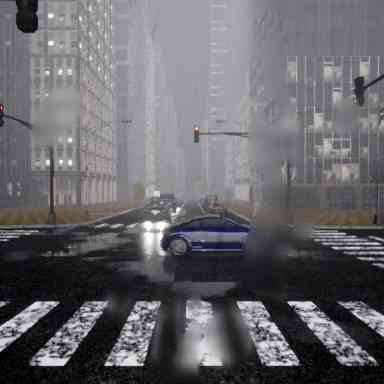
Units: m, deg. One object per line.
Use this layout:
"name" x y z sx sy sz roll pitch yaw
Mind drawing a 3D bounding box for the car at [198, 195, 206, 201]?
"car" 2.402 1.535 81.844 1.802 1.307 4.206 -1 0 0

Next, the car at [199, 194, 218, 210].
"car" 2.459 1.297 43.172 2.192 1.841 5.009 -1 0 0

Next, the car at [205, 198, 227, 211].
"car" 2.462 1.569 32.123 1.802 1.307 4.206 -1 0 0

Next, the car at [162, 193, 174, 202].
"car" -5.471 1.273 76.280 2.192 1.841 5.009 -1 0 0

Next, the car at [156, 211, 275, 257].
"car" 0.920 1.560 12.416 4.181 1.385 1.994 0 0 0

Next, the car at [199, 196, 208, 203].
"car" 2.422 1.507 70.795 1.887 1.381 4.507 -1 0 0

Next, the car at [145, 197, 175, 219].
"car" -2.908 1.480 28.788 2.128 1.511 4.902 0 0 0

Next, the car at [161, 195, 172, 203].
"car" -5.459 1.402 70.755 1.967 1.590 4.097 -1 0 0

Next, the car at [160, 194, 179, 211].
"car" -2.922 1.205 39.505 2.150 2.045 5.566 0 0 0

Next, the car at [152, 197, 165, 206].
"car" -5.426 1.557 54.182 1.802 1.307 4.206 -1 0 0

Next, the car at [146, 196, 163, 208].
"car" -5.418 1.418 48.657 1.967 1.590 4.097 -1 0 0

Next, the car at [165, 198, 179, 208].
"car" -2.934 1.578 50.039 1.895 1.301 4.718 0 0 0

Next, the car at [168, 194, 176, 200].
"car" -5.500 1.383 92.854 1.967 1.590 4.097 -1 0 0

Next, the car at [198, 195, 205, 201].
"car" 2.391 1.473 87.539 1.752 1.417 4.829 -1 0 0

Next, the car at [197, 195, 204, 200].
"car" 2.381 1.488 92.893 1.887 1.381 4.507 -1 0 0
